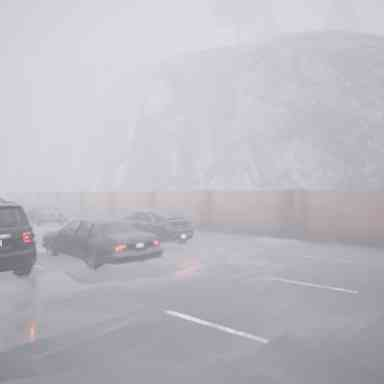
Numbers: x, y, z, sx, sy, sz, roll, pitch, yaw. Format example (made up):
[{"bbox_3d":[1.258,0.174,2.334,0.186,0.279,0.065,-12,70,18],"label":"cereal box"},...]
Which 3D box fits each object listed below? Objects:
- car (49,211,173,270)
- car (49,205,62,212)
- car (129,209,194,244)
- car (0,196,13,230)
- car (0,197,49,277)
[{"bbox_3d":[-3.263,1.590,11.316,5.357,1.411,2.033,0,0,45],"label":"car"},{"bbox_3d":[-10.807,1.653,24.013,2.033,1.411,5.357,0,0,-44],"label":"car"},{"bbox_3d":[-2.025,1.550,15.063,1.837,1.490,4.892,0,-1,-44],"label":"car"},{"bbox_3d":[-14.038,1.336,22.326,2.150,2.045,5.566,0,0,-44],"label":"car"},{"bbox_3d":[-6.332,1.273,9.450,2.150,2.045,5.566,0,0,-45],"label":"car"}]
